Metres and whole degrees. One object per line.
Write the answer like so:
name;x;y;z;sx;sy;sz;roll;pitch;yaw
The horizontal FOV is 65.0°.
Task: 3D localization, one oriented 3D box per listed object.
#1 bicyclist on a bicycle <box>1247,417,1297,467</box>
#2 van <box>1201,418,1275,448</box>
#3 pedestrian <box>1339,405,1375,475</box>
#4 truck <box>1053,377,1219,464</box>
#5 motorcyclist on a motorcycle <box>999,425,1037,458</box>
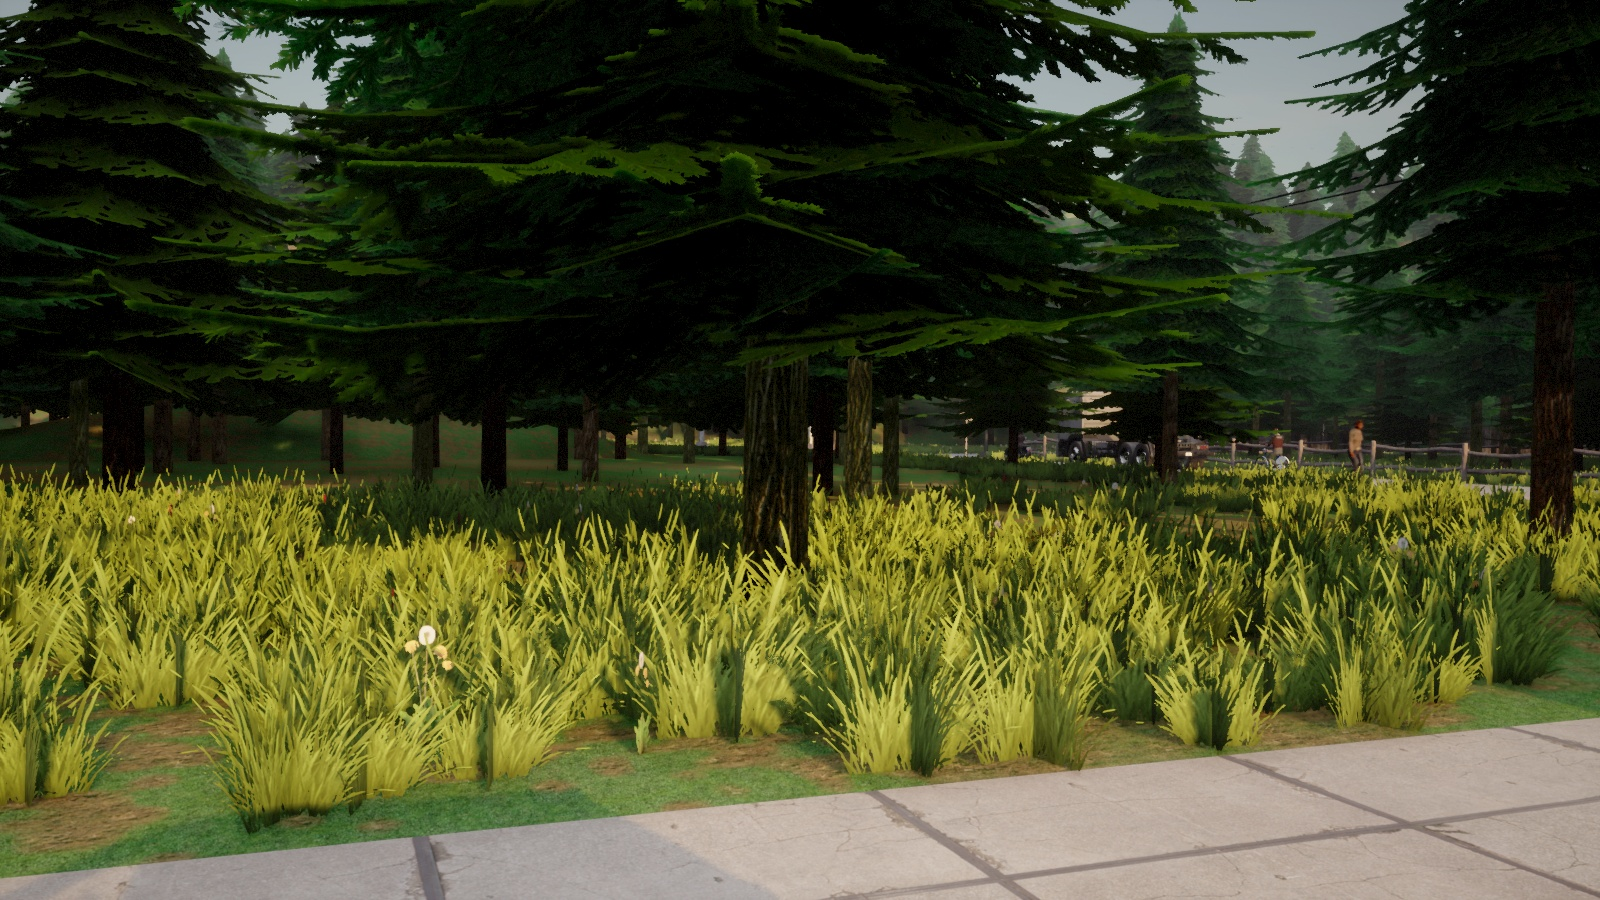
bicyclist on a bicycle;17.237;-0.291;45.889;0.659;1.776;1.843;-1;1;-20
van;29.205;-1.129;83.856;4.442;1.987;1.775;0;1;10
pedestrian;14.403;-0.261;32.482;0.328;1.805;0.869;-1;1;-21
truck;14.276;-1.246;54.160;2.891;3.462;7.936;-1;1;-20
motorcyclist on a motorcycle;10.977;-0.428;63.368;0.766;1.649;2.350;-1;1;-21
